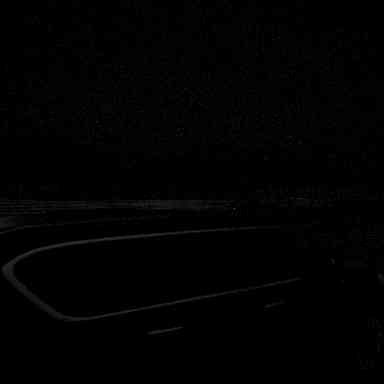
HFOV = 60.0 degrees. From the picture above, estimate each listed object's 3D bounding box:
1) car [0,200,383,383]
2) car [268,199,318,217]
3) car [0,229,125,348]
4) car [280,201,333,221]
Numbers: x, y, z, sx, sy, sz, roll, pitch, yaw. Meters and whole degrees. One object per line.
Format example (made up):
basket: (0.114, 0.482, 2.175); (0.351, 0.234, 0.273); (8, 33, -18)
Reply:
car: (0.057, 1.222, 3.785); (5.566, 2.045, 2.150); (0, 0, -35)
car: (9.929, 1.497, 32.469); (4.902, 1.511, 2.128); (0, 0, -35)
car: (-3.971, 1.548, 5.213); (5.357, 1.411, 2.033); (0, 0, -35)
car: (9.717, 1.528, 28.050); (4.674, 1.442, 1.812); (0, 0, -35)
